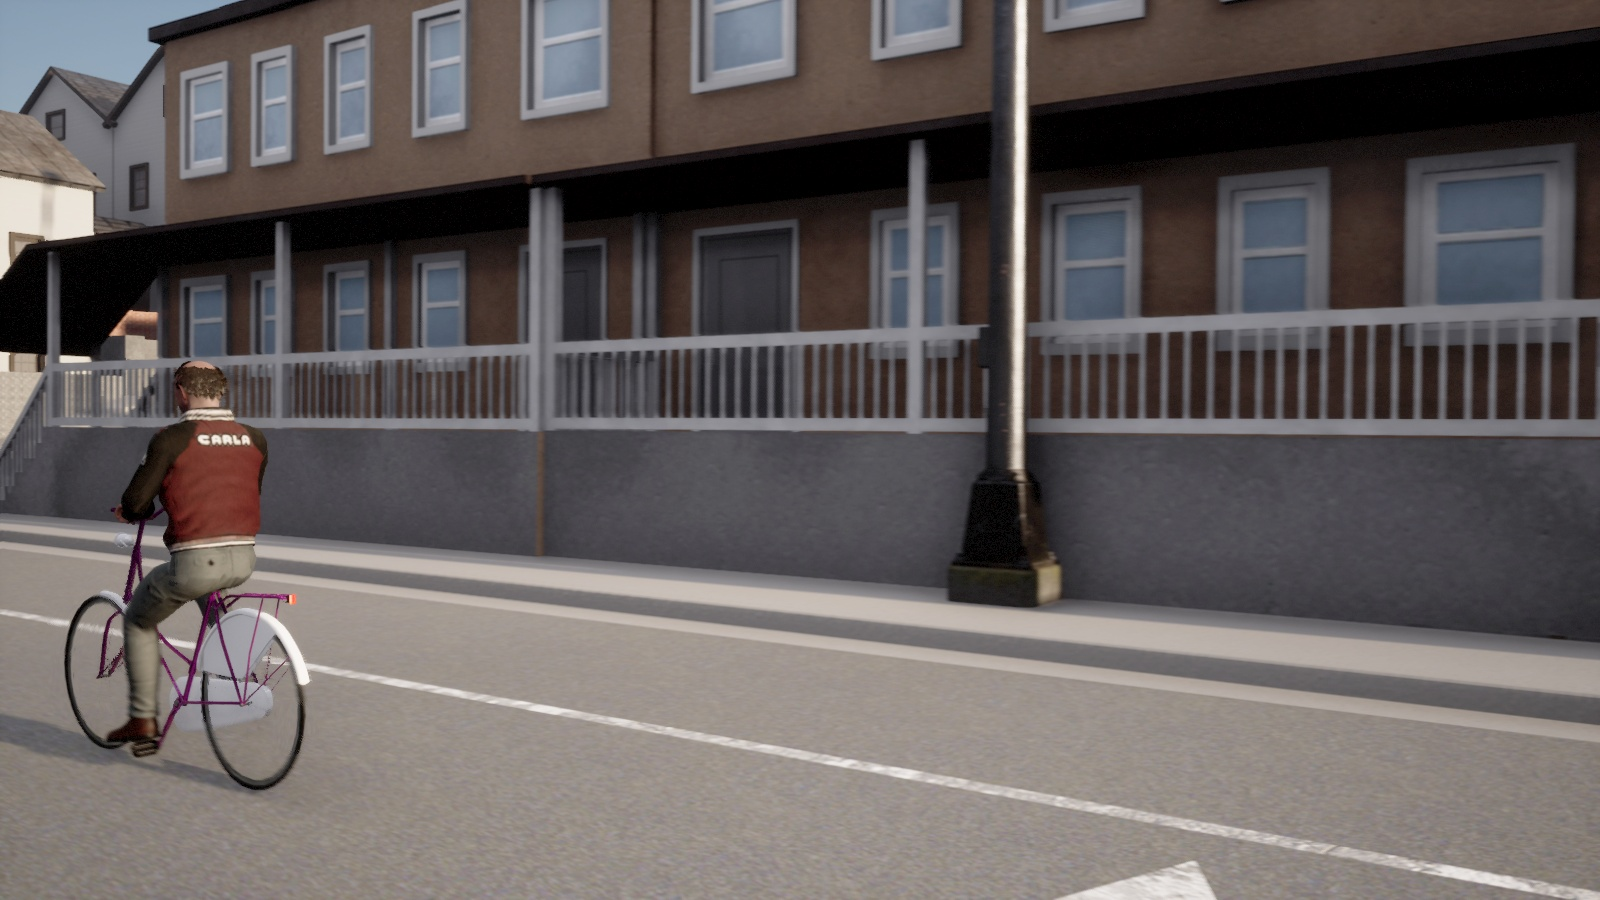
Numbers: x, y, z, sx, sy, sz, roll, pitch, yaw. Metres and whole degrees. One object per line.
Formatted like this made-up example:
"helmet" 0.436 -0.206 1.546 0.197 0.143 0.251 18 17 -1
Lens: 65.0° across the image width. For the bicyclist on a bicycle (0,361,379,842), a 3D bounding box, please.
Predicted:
"bicyclist on a bicycle" -2.693 0.553 5.408 1.843 1.776 0.659 0 1 34
